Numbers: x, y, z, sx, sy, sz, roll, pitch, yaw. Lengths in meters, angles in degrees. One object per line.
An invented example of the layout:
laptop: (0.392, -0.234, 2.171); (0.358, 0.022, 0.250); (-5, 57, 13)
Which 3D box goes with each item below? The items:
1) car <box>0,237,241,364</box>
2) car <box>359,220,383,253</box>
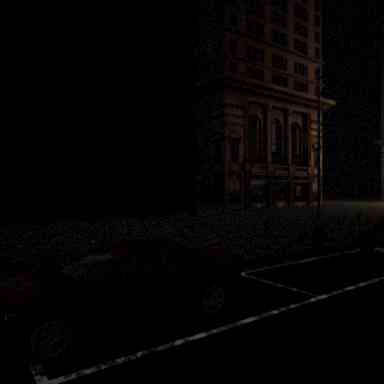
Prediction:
car: (-1.138, 1.544, 5.846); (4.507, 1.381, 1.887); (0, 0, -36)
car: (8.030, 1.561, 12.421); (4.313, 1.339, 1.947); (0, 0, -36)
